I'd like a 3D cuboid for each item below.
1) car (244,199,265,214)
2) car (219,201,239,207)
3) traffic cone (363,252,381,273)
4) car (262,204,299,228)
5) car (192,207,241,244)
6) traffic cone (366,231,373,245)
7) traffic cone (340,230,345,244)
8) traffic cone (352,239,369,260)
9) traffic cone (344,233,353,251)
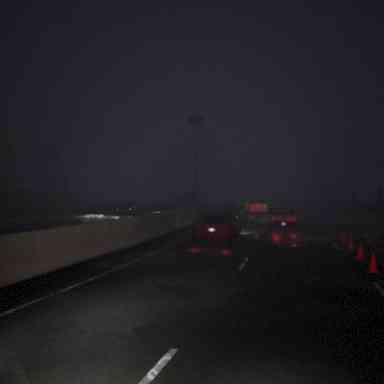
[{"bbox_3d":[7.484,1.613,39.455,2.097,1.767,4.553,0,0,1],"label":"car"},{"bbox_3d":[3.889,1.687,34.660,1.882,1.535,5.008,0,0,4],"label":"car"},{"bbox_3d":[5.319,2.046,9.755,0.340,0.580,0.340,0,0,17],"label":"traffic cone"},{"bbox_3d":[6.255,1.770,23.569,1.895,1.301,4.718,0,0,9],"label":"car"},{"bbox_3d":[1.326,1.661,16.680,1.994,1.385,4.181,0,0,13],"label":"car"},{"bbox_3d":[8.052,2.095,15.189,0.340,0.580,0.340,0,0,17],"label":"traffic cone"},{"bbox_3d":[7.096,2.089,15.485,0.340,0.580,0.340,0,0,17],"label":"traffic cone"},{"bbox_3d":[5.912,2.061,11.665,0.340,0.580,0.340,0,0,17],"label":"traffic cone"},{"bbox_3d":[6.504,2.075,13.575,0.340,0.580,0.340,0,0,17],"label":"traffic cone"}]
